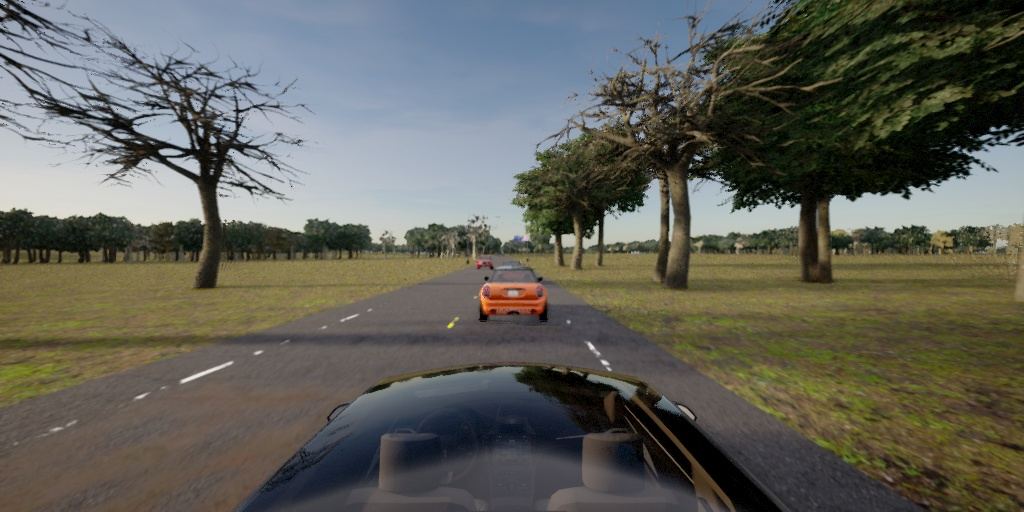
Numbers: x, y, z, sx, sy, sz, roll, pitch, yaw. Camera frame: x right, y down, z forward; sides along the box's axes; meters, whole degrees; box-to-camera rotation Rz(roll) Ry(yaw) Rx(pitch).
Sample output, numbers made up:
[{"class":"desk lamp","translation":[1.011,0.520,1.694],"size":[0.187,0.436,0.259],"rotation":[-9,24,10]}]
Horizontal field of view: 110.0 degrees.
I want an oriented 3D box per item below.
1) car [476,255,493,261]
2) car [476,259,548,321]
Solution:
[{"class":"car","translation":[-3.930,0.920,52.152],"size":[2.150,2.045,5.566],"rotation":[0,0,0]},{"class":"car","translation":[0.046,1.111,12.626],"size":[2.097,1.767,4.553],"rotation":[0,0,0]}]
